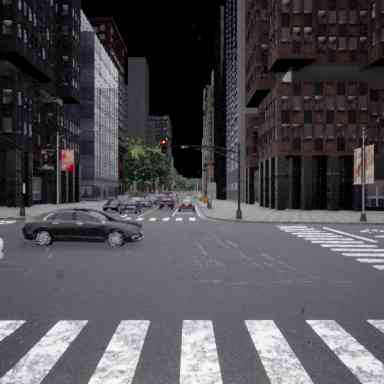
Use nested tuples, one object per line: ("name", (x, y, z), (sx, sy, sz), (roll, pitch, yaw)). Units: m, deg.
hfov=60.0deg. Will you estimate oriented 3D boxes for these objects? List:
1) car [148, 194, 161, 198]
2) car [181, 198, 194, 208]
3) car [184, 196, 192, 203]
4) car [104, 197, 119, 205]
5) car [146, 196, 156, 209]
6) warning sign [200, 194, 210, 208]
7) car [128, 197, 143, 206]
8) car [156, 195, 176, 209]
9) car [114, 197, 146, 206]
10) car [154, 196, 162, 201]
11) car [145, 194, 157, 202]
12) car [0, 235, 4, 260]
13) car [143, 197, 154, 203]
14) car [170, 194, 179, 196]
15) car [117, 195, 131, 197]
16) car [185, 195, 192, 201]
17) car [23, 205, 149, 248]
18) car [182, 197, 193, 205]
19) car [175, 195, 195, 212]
("car", (-6.571, 1.550, 55.547), (1.837, 1.490, 4.892), (0, 0, 0))
("car", (-0.686, 1.614, 49.822), (1.802, 1.307, 4.206), (0, 0, 0))
("car", (-0.832, 1.612, 71.692), (1.752, 1.417, 4.829), (0, 0, 0))
("car", (-9.139, 1.574, 38.919), (1.947, 1.339, 4.313), (0, 0, 0))
("car", (-6.523, 1.586, 45.354), (1.994, 1.385, 4.181), (0, 0, -1))
("warning sign", (1.672, 1.131, 42.658), (1.300, 1.860, 1.060), (0, 0, 0))
("car", (-9.246, 1.569, 55.026), (1.752, 1.417, 4.829), (0, 0, 0))
("car", (-3.328, 1.525, 45.052), (1.837, 1.490, 4.892), (0, 0, 0))
("car", (-6.459, 1.547, 35.399), (2.033, 1.411, 5.357), (0, 0, -1))
("car", (-9.500, 1.695, 93.177), (1.887, 1.381, 4.507), (0, 0, 0))
("car", (-9.392, 1.416, 76.900), (2.192, 1.841, 5.009), (0, 0, 0))
("car", (-7.942, 1.150, 9.224), (5.566, 2.045, 2.150), (1, 0, 20))
("car", (-9.355, 1.668, 71.474), (1.802, 1.307, 4.206), (0, 0, 0))
("car", (-3.470, 1.622, 67.048), (2.033, 1.411, 5.357), (0, 0, 0))
("car", (-9.176, 1.335, 44.345), (2.192, 1.841, 5.009), (0, 0, 0))
("car", (-0.939, 1.573, 87.797), (1.967, 1.590, 4.097), (0, 0, 0))
("car", (-4.522, 1.469, 14.115), (4.892, 1.490, 1.837), (1, 0, 0))
("car", (-0.758, 1.602, 60.672), (1.887, 1.381, 4.507), (0, 0, 0))
("car", (-0.615, 1.448, 38.973), (1.967, 1.590, 4.097), (0, 0, 0))
